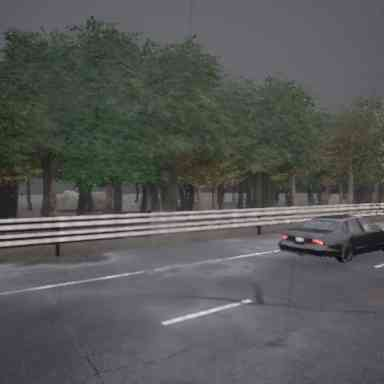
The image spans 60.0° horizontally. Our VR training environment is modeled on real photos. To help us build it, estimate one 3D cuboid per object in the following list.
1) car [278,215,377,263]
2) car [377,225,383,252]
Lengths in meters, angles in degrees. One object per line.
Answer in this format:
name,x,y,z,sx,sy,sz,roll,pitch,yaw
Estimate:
car,5.431,1.540,11.921,5.357,1.411,2.033,0,0,-35
car,7.494,1.540,9.095,5.357,1.411,2.033,0,0,-35
